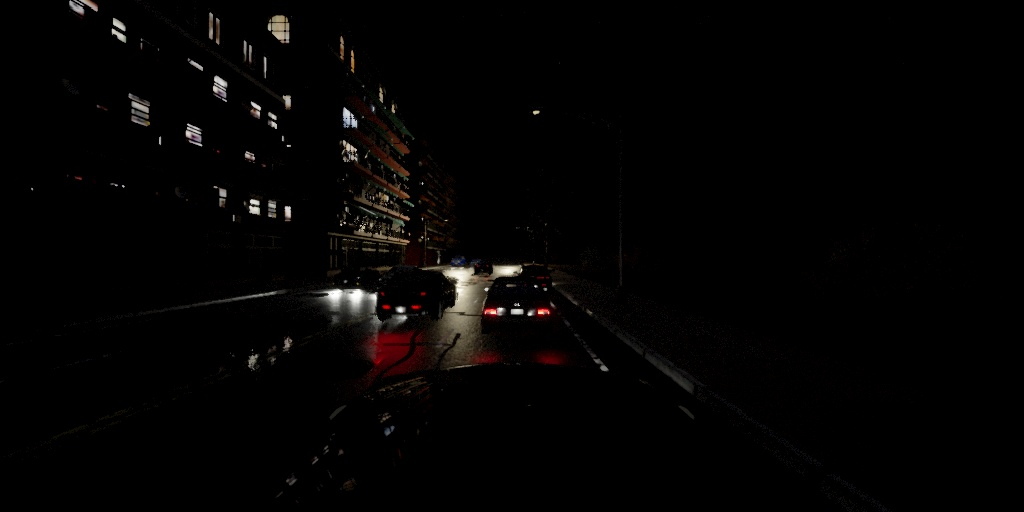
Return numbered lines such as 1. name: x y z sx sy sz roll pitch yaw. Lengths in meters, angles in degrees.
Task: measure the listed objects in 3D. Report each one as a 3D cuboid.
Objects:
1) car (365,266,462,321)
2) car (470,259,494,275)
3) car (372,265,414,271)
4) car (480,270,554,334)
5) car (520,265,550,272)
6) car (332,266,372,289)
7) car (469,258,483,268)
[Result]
1. car: -3.132 1.256 12.517 1.837 1.490 4.892 0 0 0
2. car: -3.079 1.243 39.280 2.128 1.511 4.902 0 0 0
3. car: -6.562 1.278 21.754 1.812 1.442 4.674 0 0 0
4. car: 0.117 1.299 10.568 2.033 1.411 5.357 0 0 0
5. car: 1.171 1.257 20.257 1.837 1.490 4.892 0 0 0
6. car: -9.810 1.316 23.108 1.994 1.385 4.181 0 0 0
7. car: -6.434 1.227 64.466 1.882 1.535 5.008 0 0 1
